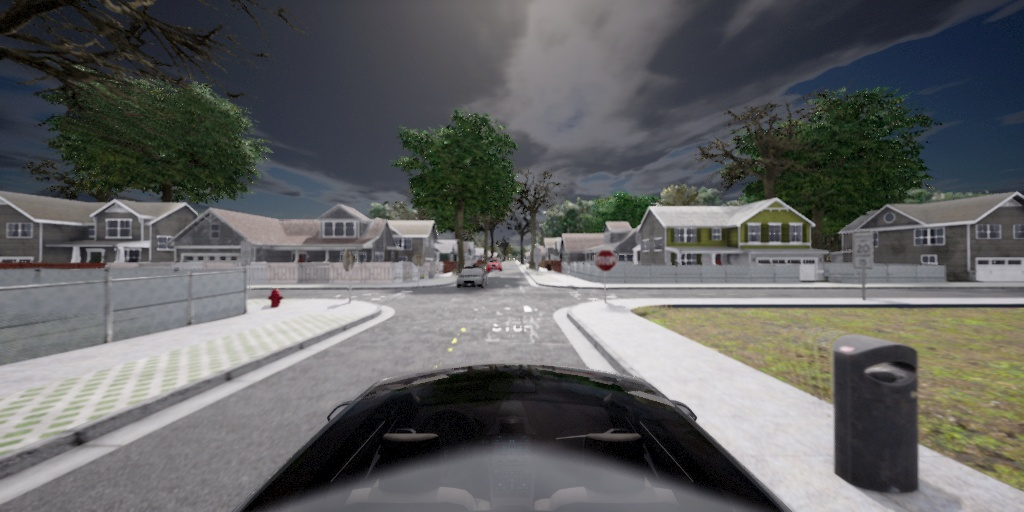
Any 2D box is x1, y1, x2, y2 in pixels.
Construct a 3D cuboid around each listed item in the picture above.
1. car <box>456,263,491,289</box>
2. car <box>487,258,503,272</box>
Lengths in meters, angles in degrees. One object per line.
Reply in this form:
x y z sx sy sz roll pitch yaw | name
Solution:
-2.700 1.494 25.063 1.837 1.490 4.892 0 1 0 | car
-2.634 1.388 55.139 2.150 2.045 5.566 0 0 0 | car
